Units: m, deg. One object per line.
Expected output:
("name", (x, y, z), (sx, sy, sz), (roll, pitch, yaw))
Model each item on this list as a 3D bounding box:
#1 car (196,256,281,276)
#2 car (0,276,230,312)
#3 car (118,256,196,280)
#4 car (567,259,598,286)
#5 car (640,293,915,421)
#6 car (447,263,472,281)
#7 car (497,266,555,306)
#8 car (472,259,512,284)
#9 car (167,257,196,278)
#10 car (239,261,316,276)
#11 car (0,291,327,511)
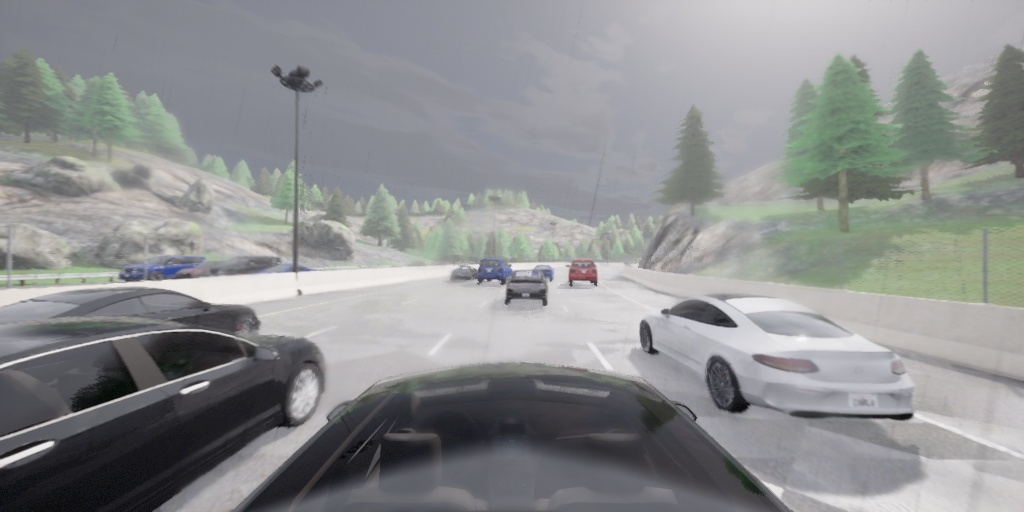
("car", (-19.533, 1.060, 26.589), (2.150, 2.045, 5.566), (0, -1, 7))
("car", (-6.800, 1.267, 6.413), (1.812, 1.442, 4.674), (0, 0, 1))
("car", (-26.448, 1.013, 27.683), (2.150, 2.045, 5.566), (0, 0, 7))
("car", (5.641, 1.283, 28.862), (2.150, 2.045, 5.566), (0, 0, 9))
("car", (3.682, 1.347, 6.010), (1.812, 1.442, 4.674), (0, 0, 1))
("car", (-4.236, 1.590, 33.376), (1.994, 1.385, 4.181), (0, -1, 9))
("car", (0.771, 1.398, 17.037), (2.128, 1.511, 4.902), (0, 0, 5))
("car", (-1.327, 1.235, 29.543), (2.150, 2.045, 5.566), (0, 0, 8))
("car", (-22.914, 1.173, 27.517), (2.097, 1.767, 4.553), (0, -1, 7))
("car", (-16.136, 1.331, 25.422), (1.882, 1.535, 5.008), (0, -1, 7))
("car", (-3.359, 1.241, 2.784), (1.837, 1.490, 4.892), (0, 0, 0))
